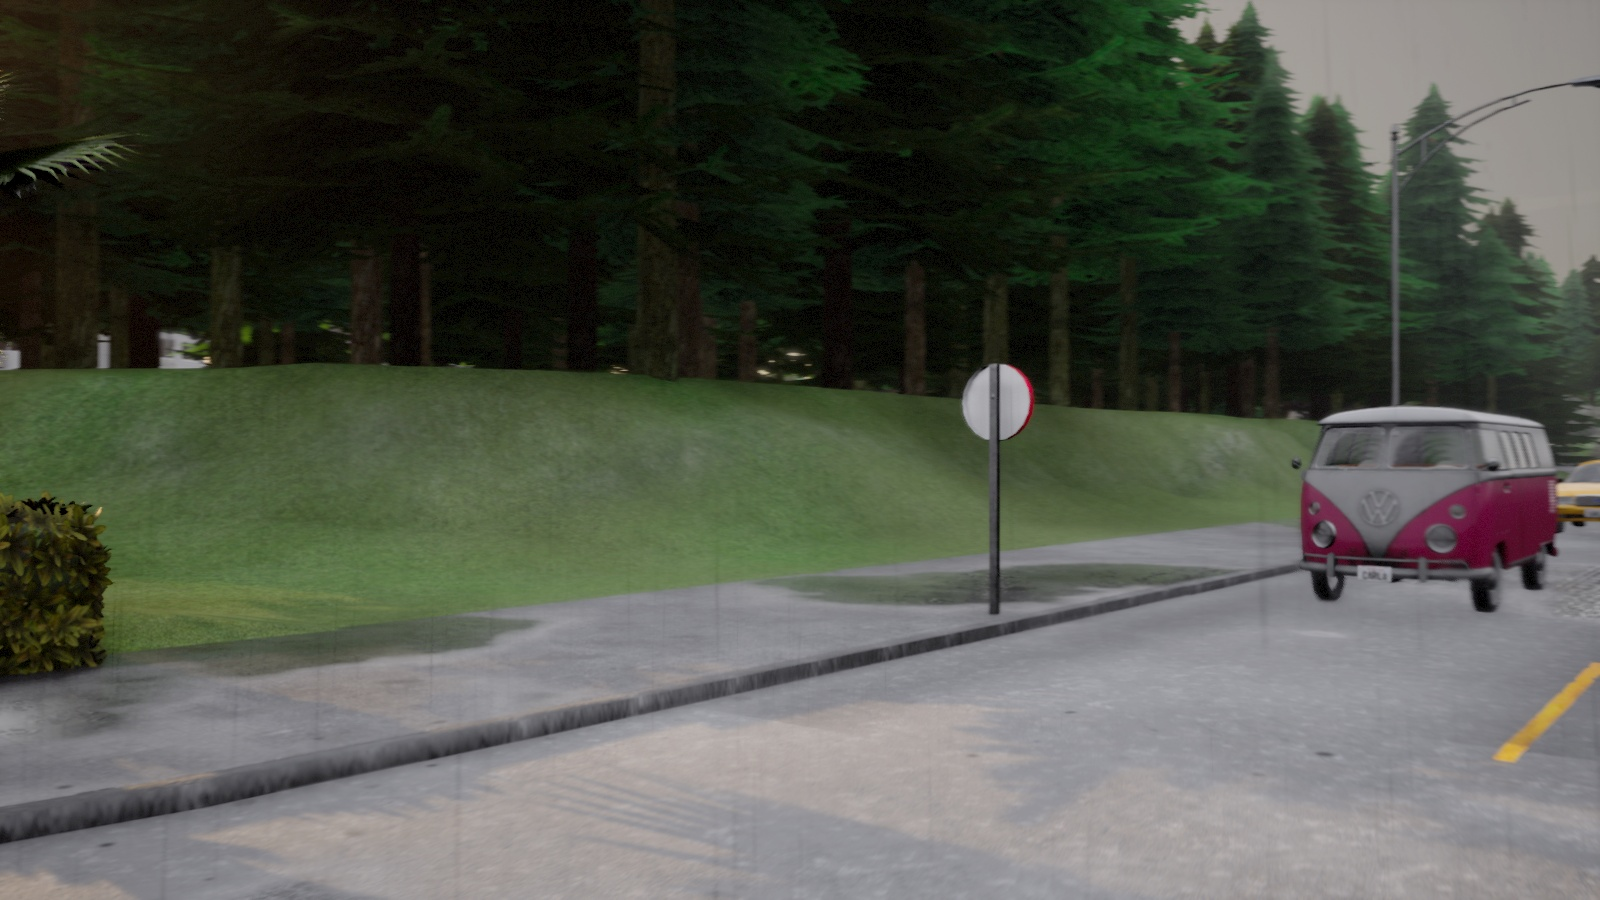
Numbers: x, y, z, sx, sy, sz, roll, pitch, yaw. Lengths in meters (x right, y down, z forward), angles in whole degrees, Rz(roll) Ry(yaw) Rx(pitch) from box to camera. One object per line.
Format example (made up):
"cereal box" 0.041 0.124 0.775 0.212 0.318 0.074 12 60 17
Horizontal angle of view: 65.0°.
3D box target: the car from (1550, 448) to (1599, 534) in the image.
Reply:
"car" 16.439 0.751 24.974 1.801 1.575 5.366 0 0 40

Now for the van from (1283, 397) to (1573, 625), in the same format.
"van" 6.768 0.539 13.264 1.775 1.987 4.442 0 0 40
